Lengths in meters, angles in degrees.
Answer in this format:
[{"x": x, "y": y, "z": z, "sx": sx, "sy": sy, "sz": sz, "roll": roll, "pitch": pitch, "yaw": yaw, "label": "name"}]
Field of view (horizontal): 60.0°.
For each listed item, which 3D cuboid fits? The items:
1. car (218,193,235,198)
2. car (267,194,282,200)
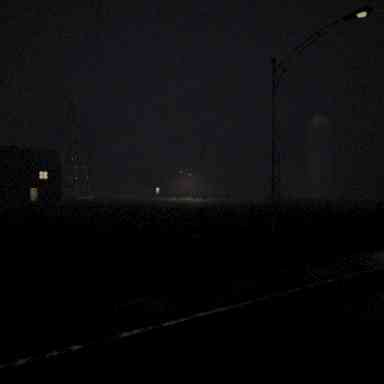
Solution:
[{"x": 8.470, "y": 0.909, "z": 75.143, "sx": 1.837, "sy": 1.490, "sz": 4.892, "roll": 0, "pitch": 1, "yaw": -36, "label": "car"}, {"x": 16.574, "y": 1.016, "z": 68.614, "sx": 2.097, "sy": 1.767, "sz": 4.553, "roll": 0, "pitch": 1, "yaw": -36, "label": "car"}]
